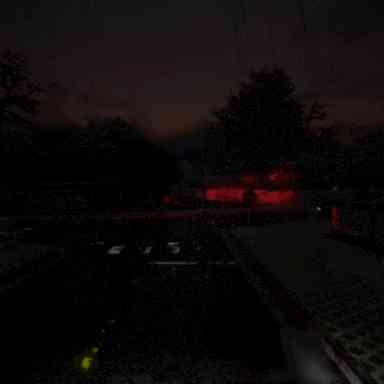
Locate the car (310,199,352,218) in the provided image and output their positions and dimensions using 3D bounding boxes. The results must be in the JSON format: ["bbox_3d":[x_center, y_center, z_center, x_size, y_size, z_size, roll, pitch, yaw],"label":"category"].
[{"bbox_3d":[11.742,1.277,27.324,4.181,1.385,1.994,-1,4,-31],"label":"car"}]
